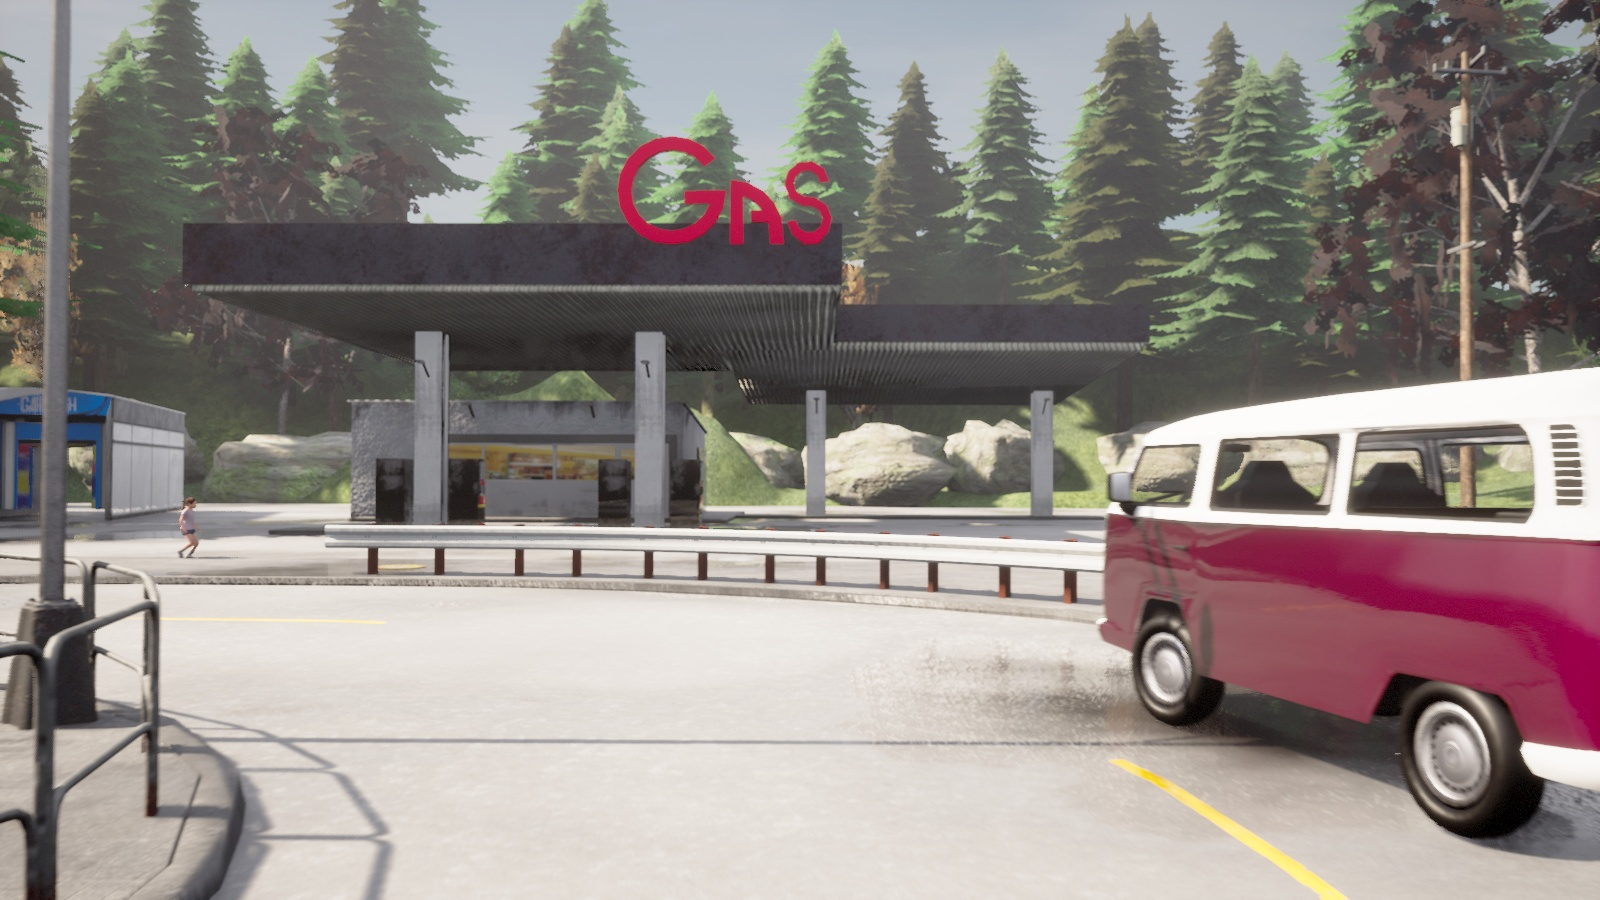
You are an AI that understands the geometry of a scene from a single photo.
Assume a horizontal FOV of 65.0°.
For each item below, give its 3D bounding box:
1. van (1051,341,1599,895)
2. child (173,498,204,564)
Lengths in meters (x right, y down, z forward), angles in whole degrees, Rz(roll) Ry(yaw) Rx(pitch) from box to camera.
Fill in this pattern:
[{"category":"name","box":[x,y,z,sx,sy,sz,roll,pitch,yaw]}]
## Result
[{"category":"van","box":[3.327,0.670,7.048,2.069,2.038,4.480,1,-1,-14]},{"category":"child","box":[-10.345,1.370,21.232,0.394,1.110,0.255,0,-1,0]}]
